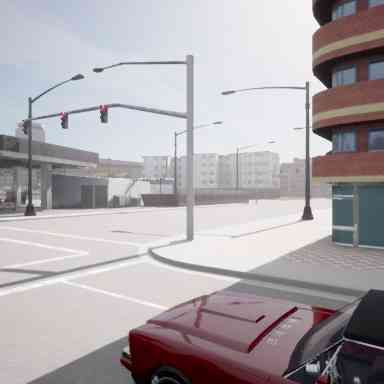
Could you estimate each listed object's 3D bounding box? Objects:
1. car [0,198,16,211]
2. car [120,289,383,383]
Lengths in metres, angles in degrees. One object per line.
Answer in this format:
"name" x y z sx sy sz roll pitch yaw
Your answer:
"car" -22.264 1.456 38.800 3.806 1.475 1.970 0 0 36
"car" 1.589 1.601 2.840 4.718 1.301 1.895 0 0 36
